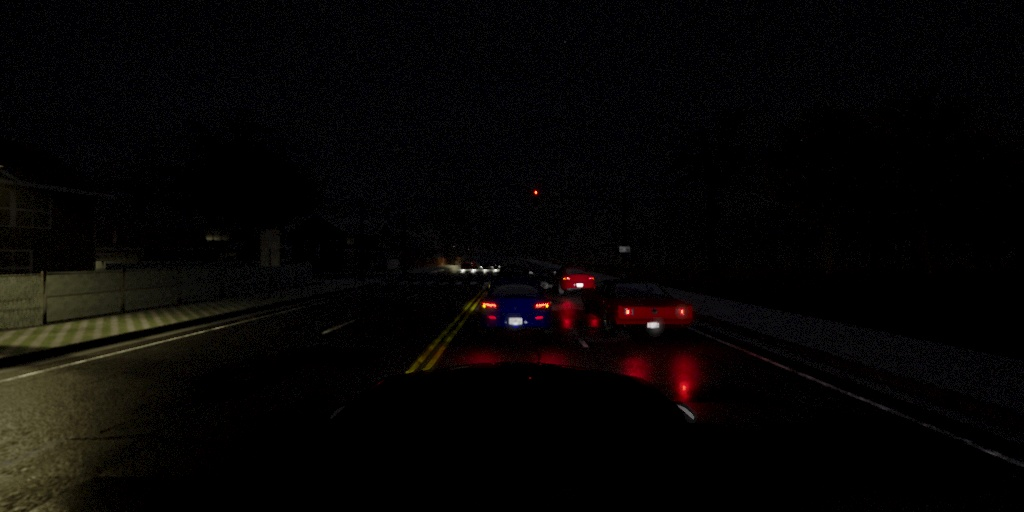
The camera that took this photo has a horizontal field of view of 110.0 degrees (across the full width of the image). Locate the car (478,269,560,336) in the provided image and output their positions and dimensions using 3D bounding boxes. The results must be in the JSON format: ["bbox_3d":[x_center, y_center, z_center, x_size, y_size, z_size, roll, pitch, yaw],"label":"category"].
[{"bbox_3d":[0.095,1.268,10.202,1.812,1.442,4.674,0,0,0],"label":"car"}]

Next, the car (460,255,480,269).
[{"bbox_3d":[-6.506,1.041,53.891,2.097,1.767,4.553,0,0,0],"label":"car"}]

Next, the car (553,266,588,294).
[{"bbox_3d":[3.336,1.260,19.788,1.812,1.442,4.674,0,0,0],"label":"car"}]

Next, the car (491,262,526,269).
[{"bbox_3d":[0.083,1.239,19.464,1.837,1.490,4.892,0,0,0],"label":"car"}]

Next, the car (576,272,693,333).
[{"bbox_3d":[3.348,1.343,10.680,1.895,1.301,4.718,0,0,0],"label":"car"}]

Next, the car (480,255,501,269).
[{"bbox_3d":[-3.255,0.910,54.523,2.150,2.045,5.566,0,0,0],"label":"car"}]
